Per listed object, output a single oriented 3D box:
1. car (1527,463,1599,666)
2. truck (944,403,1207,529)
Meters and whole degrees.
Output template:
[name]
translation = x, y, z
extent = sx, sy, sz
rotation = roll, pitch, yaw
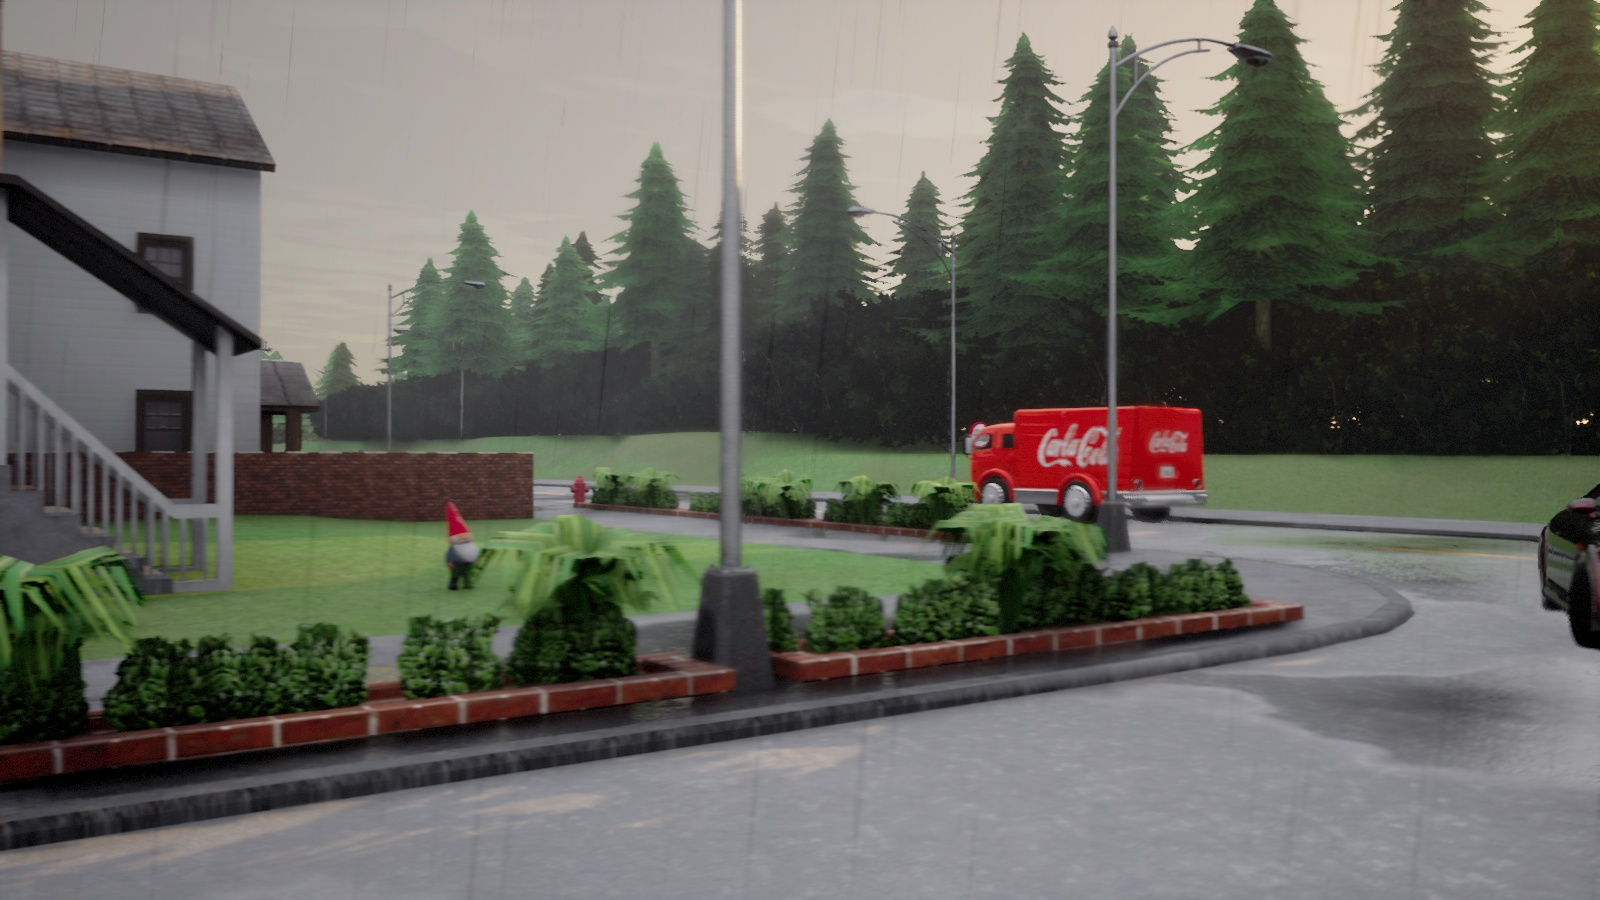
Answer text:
[car]
translation = 7.318, 0.820, 10.285
extent = 1.994, 1.385, 4.181
rotation = 0, 0, 25
[truck]
translation = 5.887, 0.313, 27.472
extent = 2.627, 2.467, 5.204
rotation = 0, 0, -35
